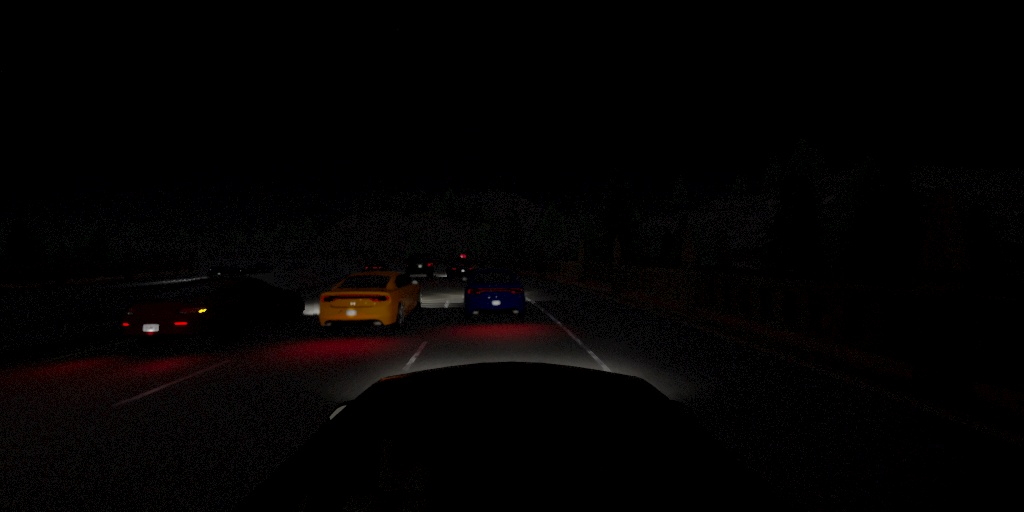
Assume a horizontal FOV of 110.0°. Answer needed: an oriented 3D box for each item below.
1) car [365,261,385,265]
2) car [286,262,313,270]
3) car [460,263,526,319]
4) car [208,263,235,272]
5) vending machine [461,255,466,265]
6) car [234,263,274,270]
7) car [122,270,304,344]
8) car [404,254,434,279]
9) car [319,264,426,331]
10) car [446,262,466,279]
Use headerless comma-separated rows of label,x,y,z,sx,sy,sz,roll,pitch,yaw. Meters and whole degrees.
car,-11.669,1.164,30.689,2.128,1.511,4.902,0,0,-17
car,-21.221,1.284,35.946,1.994,1.385,4.181,0,0,-23
car,-0.723,1.171,12.675,1.882,1.535,5.008,0,0,-6
car,-28.969,1.379,36.323,1.895,1.301,4.718,0,0,-25
vending machine,-7.726,0.739,58.377,1.100,2.100,0.880,0,0,-30
car,-24.124,1.347,33.924,1.895,1.301,4.718,0,0,-22
car,-7.414,1.266,9.484,1.812,1.442,4.674,0,0,-4
car,-7.832,0.872,30.194,2.150,2.045,5.566,0,0,-16
car,-4.061,1.194,11.025,1.882,1.535,5.008,0,0,-5
car,-4.564,1.191,31.265,1.994,1.385,4.181,0,0,-16
